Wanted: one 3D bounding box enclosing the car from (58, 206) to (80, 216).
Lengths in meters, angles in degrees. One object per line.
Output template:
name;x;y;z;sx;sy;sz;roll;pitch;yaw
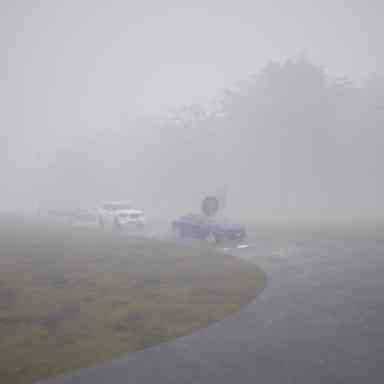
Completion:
car;-18.449;2.779;49.886;1.994;1.385;4.181;-1;-1;-36

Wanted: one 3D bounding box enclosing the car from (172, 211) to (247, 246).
car;0.780;1.811;17.630;1.882;1.535;5.008;-1;-1;-34

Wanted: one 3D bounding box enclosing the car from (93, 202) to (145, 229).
car;-5.854;1.818;27.068;2.150;2.045;5.566;-1;-1;-35

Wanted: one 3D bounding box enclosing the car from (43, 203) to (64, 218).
car;-17.775;2.582;43.948;1.882;1.535;5.008;-1;-1;-36

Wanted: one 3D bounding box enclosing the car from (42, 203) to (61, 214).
car;-24.968;2.865;59.055;2.097;1.767;4.553;-1;-1;-37

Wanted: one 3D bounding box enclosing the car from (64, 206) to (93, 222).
car;-11.754;2.350;35.385;1.837;1.490;4.892;-1;-1;-36

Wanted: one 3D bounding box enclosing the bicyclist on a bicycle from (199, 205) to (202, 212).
bicyclist on a bicycle;0.843;1.948;27.958;1.656;1.620;0.582;0;-1;-35
